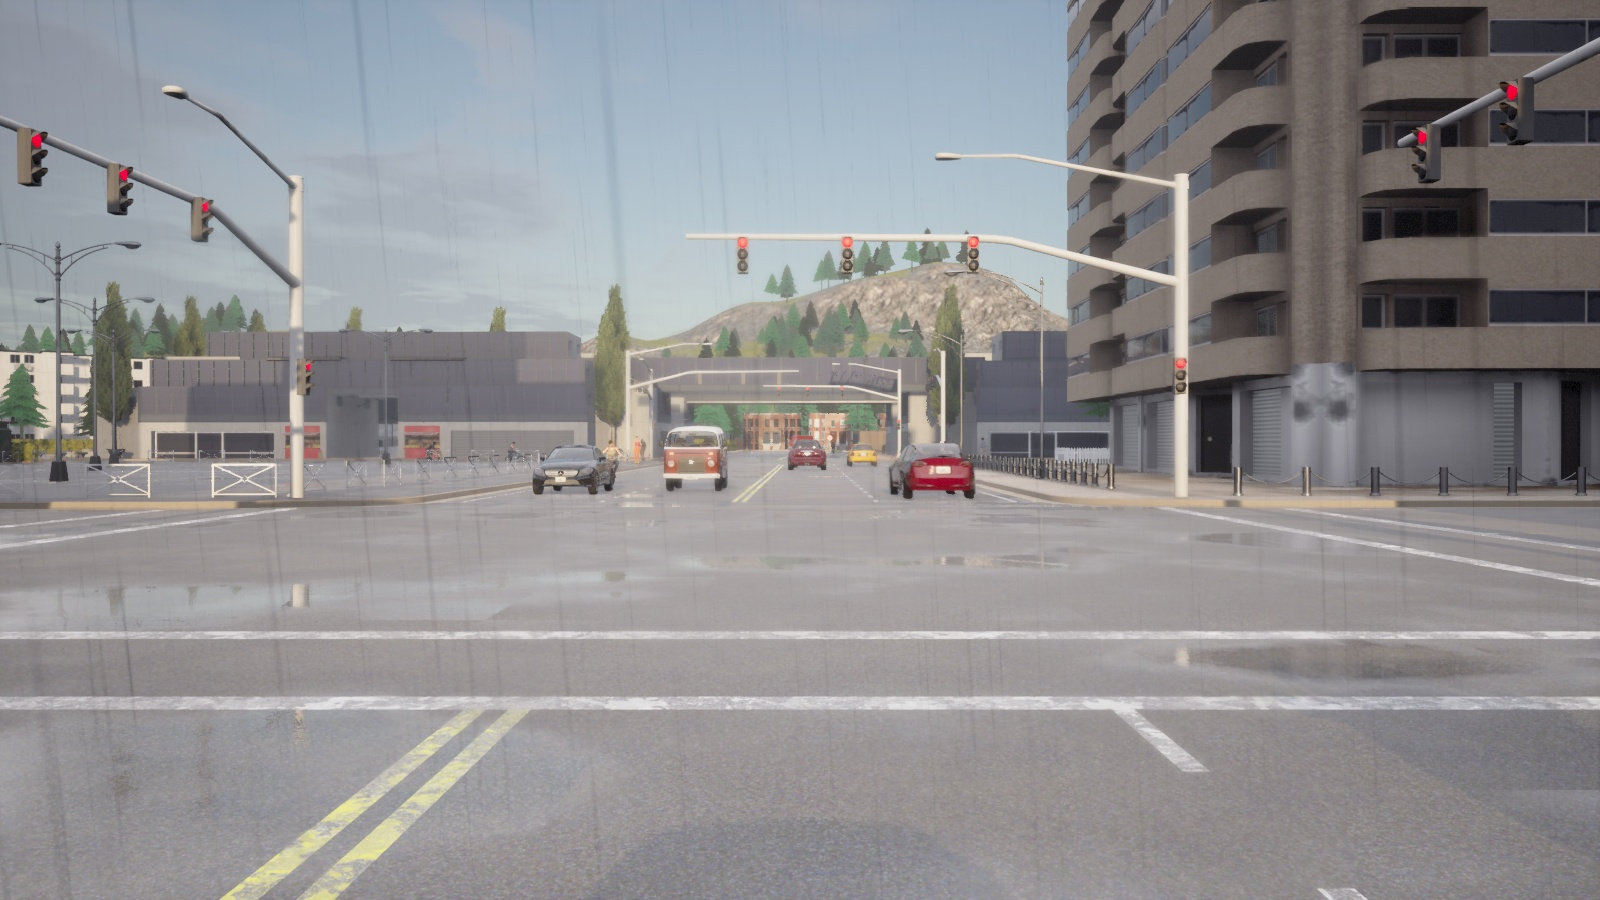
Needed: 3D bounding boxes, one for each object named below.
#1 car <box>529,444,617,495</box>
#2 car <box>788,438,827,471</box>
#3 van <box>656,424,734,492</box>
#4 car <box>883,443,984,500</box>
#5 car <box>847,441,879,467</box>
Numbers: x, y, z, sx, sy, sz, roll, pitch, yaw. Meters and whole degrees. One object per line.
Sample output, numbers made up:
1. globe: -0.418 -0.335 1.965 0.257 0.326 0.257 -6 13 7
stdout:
1. car: -6.774 0.553 37.914 1.812 1.442 4.674 0 0 0
2. car: 0.404 0.211 69.817 2.097 1.767 4.553 0 0 0
3. van: -3.262 0.242 39.909 2.069 2.038 4.480 0 0 0
4. car: 3.649 0.551 35.200 2.163 1.488 4.792 0 0 -2
5. car: 3.962 0.236 80.183 1.801 1.575 5.366 0 0 0
